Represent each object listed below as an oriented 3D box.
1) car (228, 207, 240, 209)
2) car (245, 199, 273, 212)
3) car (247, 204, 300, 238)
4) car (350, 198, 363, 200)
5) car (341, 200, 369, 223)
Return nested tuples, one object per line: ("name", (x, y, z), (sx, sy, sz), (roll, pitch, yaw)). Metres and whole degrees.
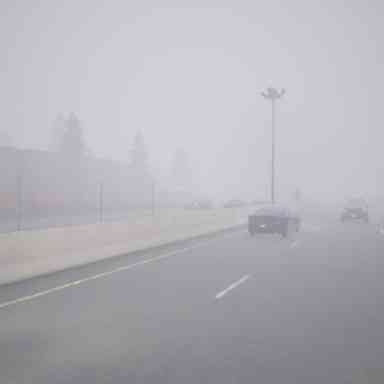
("car", (5.557, 1.616, 42.991), (2.033, 1.411, 5.357), (0, 0, 26))
("car", (8.263, 1.623, 40.581), (2.033, 1.411, 5.357), (0, 0, 26))
("car", (4.603, 1.514, 18.218), (1.882, 1.535, 5.008), (0, 0, 28))
("car", (19.004, 1.465, 38.446), (2.097, 1.767, 4.553), (0, 0, 25))
("car", (13.100, 1.603, 26.672), (1.812, 1.442, 4.674), (0, 0, 28))
